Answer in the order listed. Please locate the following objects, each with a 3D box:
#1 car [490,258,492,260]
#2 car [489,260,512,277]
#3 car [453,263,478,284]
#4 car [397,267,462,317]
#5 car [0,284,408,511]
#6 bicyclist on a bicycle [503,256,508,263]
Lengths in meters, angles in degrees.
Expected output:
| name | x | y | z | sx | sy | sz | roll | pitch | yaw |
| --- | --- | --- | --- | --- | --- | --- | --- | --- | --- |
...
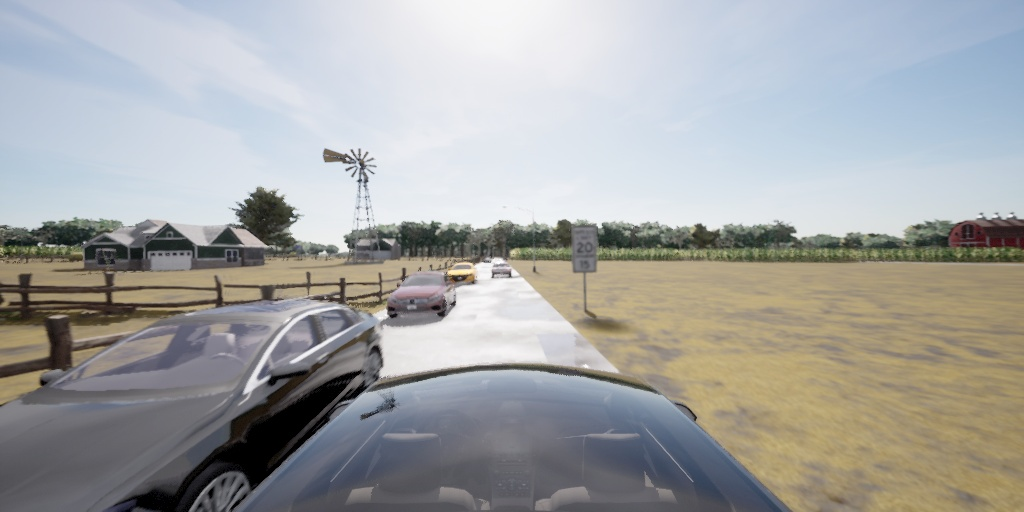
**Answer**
| name | x | y | z | sx | sy | sz | roll | pitch | yaw |
| --- | --- | --- | --- | --- | --- | --- | --- | --- | --- |
| car | -1.375 | 1.181 | 44.502 | 2.033 | 1.411 | 5.357 | -1 | 0 | -2 |
| car | -0.985 | 1.291 | 34.359 | 1.895 | 1.301 | 4.718 | -1 | 0 | -1 |
| car | -3.621 | 1.254 | 26.948 | 1.882 | 1.535 | 5.008 | -1 | 0 | -2 |
| car | -3.178 | 1.323 | 13.443 | 1.812 | 1.442 | 4.674 | -1 | 0 | -2 |
| car | -2.798 | 1.296 | 3.654 | 2.128 | 1.511 | 4.902 | -1 | 0 | -3 |
| bicyclist on a bicycle | -0.881 | 1.027 | 51.993 | 0.582 | 1.620 | 1.656 | -1 | 0 | -2 |
